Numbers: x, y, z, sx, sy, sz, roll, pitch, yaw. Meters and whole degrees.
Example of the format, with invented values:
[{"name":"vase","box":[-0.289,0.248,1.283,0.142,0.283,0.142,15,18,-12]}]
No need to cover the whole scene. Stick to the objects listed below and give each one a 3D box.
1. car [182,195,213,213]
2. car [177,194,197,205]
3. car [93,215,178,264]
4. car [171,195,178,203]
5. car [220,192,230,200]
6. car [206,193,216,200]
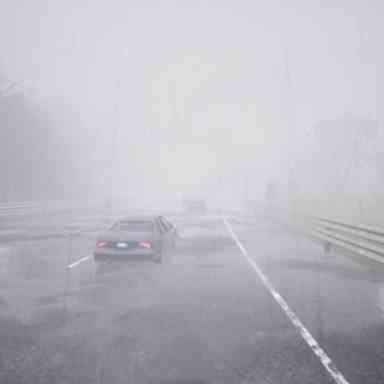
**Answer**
[{"name":"car","box":[0.662,1.361,34.474,2.128,1.511,4.902,0,0,7]},{"name":"car","box":[-0.553,1.405,52.530,1.895,1.301,4.718,0,0,8]},{"name":"car","box":[-1.690,1.499,11.644,2.033,1.411,5.357,0,0,5]},{"name":"car","box":[-2.651,1.297,62.128,1.812,1.442,4.674,0,0,9]},{"name":"car","box":[8.741,0.935,87.437,2.150,2.045,5.566,0,0,11]},{"name":"car","box":[5.080,1.231,86.925,1.812,1.442,4.674,0,0,11]}]
